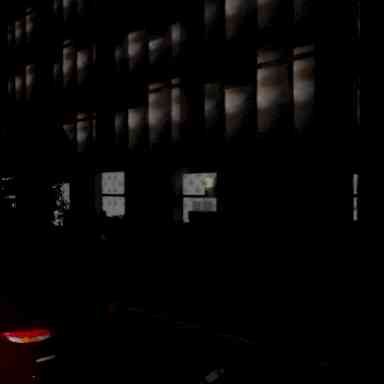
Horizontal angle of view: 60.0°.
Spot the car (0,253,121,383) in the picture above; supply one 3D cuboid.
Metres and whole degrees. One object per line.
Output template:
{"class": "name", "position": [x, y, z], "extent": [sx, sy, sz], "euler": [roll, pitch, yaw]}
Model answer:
{"class": "car", "position": [-2.843, 1.582, 4.903], "extent": [4.206, 1.307, 1.802], "euler": [0, 0, 36]}
